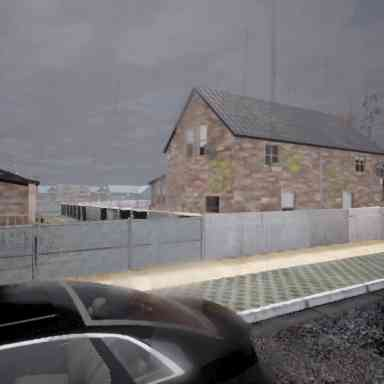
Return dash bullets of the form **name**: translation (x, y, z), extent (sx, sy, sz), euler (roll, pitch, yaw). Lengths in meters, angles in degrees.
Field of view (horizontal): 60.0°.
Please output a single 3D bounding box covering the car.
- **car**: translation (-1.706, 1.504, 2.078), extent (4.892, 1.490, 1.837), euler (0, 0, -31)
